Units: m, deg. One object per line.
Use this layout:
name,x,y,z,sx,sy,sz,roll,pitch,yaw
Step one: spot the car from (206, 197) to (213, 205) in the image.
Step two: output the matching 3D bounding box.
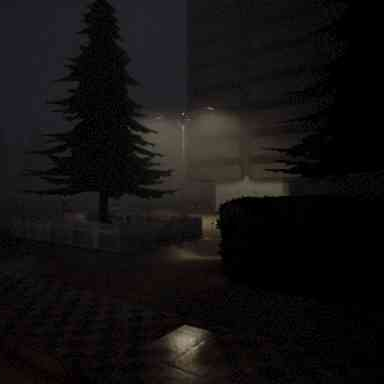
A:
car,5.087,1.626,60.448,1.882,1.535,5.008,0,0,36

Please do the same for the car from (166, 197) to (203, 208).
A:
car,-1.081,1.696,51.786,2.033,1.411,5.357,0,0,36

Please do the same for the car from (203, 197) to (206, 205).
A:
car,2.244,1.713,62.489,2.033,1.411,5.357,0,0,36

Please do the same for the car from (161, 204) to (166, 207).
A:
car,-3.425,1.729,54.480,1.994,1.385,4.181,0,0,35

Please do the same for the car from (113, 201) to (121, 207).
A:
car,-11.084,1.552,56.037,2.097,1.767,4.553,0,0,36

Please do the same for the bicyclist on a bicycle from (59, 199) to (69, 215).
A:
bicyclist on a bicycle,-11.699,1.434,30.399,1.656,1.620,0.582,-1,0,36

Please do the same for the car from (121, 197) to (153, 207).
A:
car,-8.421,1.676,53.750,2.128,1.511,4.902,0,0,36
